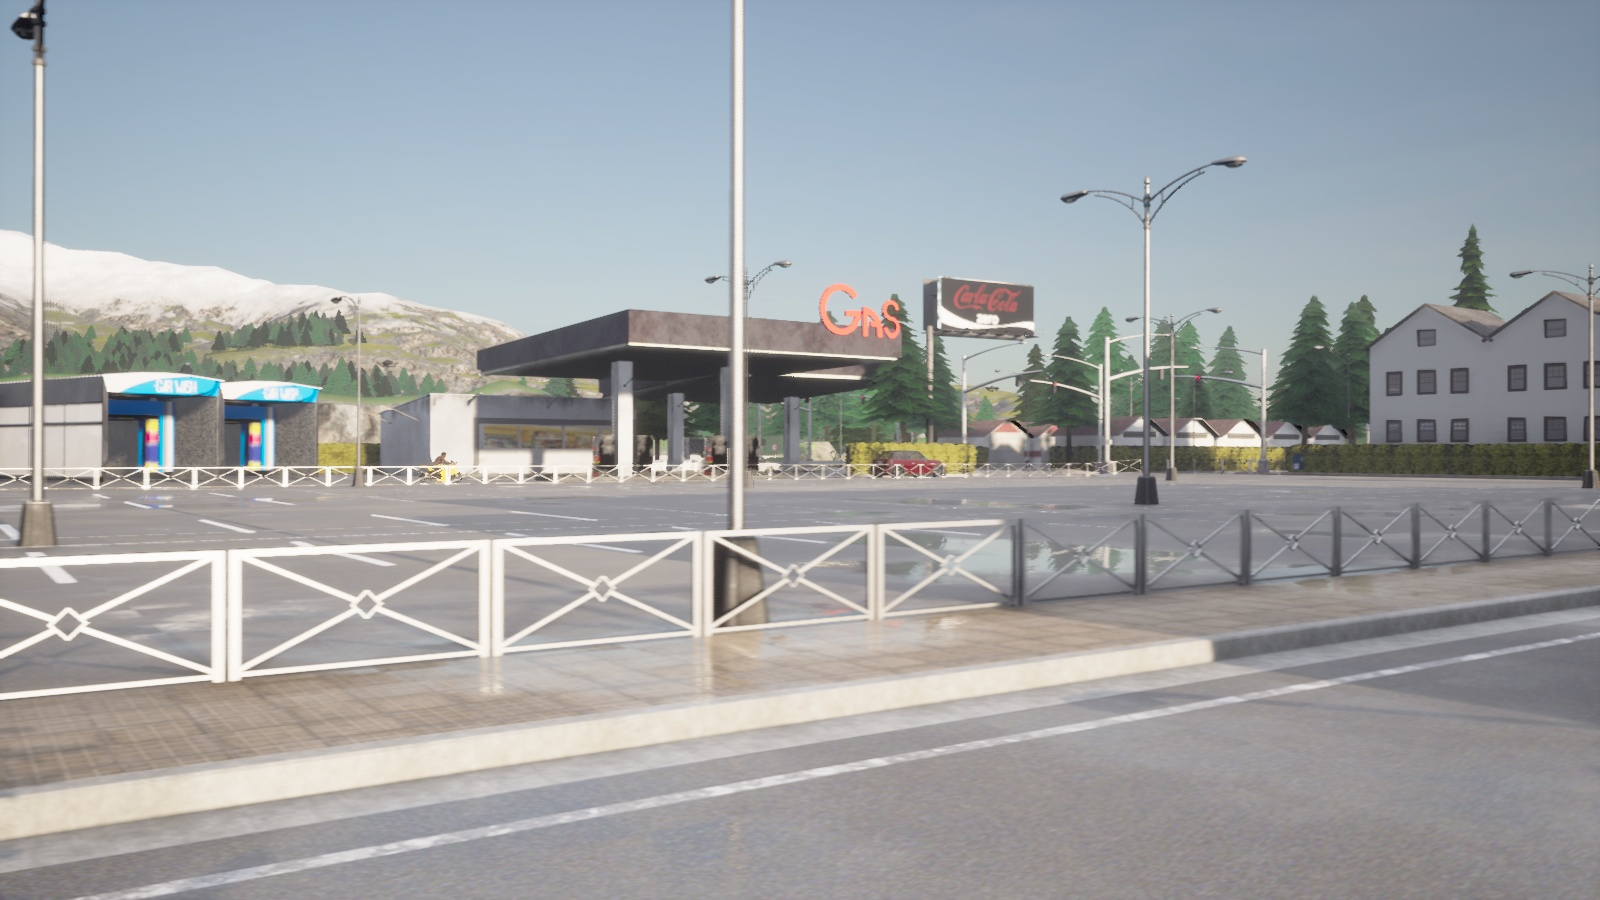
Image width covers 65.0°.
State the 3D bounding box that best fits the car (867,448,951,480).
[{"bbox_3d":[6.280,0.782,72.220,4.553,1.767,2.097,0,0,-35],"label":"car"}]

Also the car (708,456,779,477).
[{"bbox_3d":[-3.628,1.068,81.813,1.895,1.301,4.718,0,0,41],"label":"car"}]

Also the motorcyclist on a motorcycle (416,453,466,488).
[{"bbox_3d":[-16.210,0.915,56.755,2.044,1.523,0.797,0,0,-35],"label":"motorcyclist on a motorcycle"}]
